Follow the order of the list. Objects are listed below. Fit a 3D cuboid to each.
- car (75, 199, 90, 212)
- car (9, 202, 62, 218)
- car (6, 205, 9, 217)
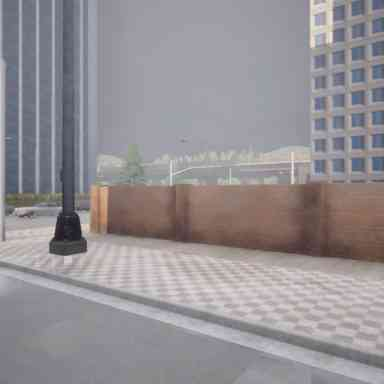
[{"bbox_3d":[-12.396,1.547,37.480,2.033,1.411,5.357,0,0,35],"label":"car"},{"bbox_3d":[-13.404,1.601,29.944,1.895,1.301,4.718,0,0,35],"label":"car"},{"bbox_3d":[-18.207,1.547,29.251,2.033,1.411,5.357,0,0,32],"label":"car"}]
